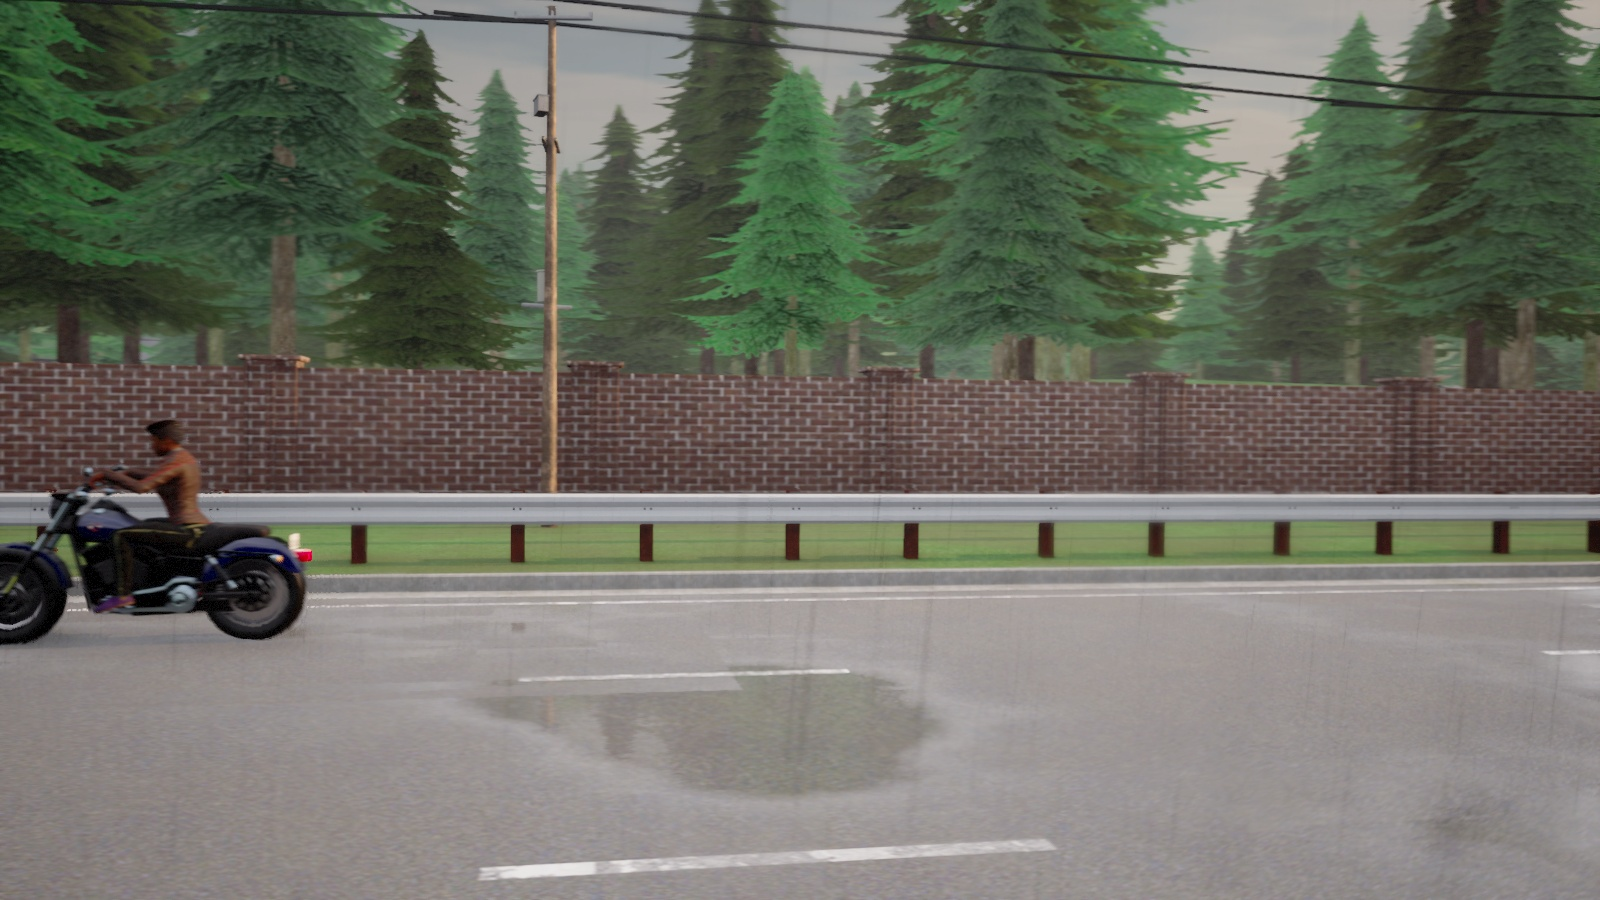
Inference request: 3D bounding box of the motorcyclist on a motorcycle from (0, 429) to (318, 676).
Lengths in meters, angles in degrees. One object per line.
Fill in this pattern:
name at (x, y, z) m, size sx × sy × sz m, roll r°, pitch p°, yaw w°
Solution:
motorcyclist on a motorcycle at (-4.792, 0.690, 9.015) m, size 2.350 × 1.649 × 0.766 m, roll -1°, pitch 1°, yaw -11°
